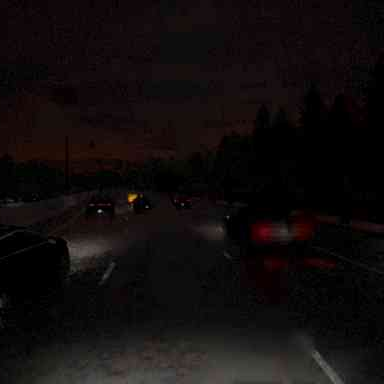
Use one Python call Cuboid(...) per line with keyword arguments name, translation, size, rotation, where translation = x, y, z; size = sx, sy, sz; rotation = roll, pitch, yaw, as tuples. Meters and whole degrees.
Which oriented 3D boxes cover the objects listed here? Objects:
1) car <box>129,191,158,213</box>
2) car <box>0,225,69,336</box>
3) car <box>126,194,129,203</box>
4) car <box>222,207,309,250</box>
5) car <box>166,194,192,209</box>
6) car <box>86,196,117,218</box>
Cuboid(name="car", translation=(-4.141, 0.943, 29.180), size=(2.128, 1.511, 4.902), rotation=(0, 1, -13))
Cuboid(name="car", translation=(-3.812, 1.373, 6.243), size=(2.128, 1.511, 4.902), rotation=(0, 1, -4))
Cuboid(name="car", translation=(-7.592, 0.653, 43.966), size=(1.882, 1.535, 5.008), rotation=(0, 1, -13))
Cuboid(name="car", translation=(2.600, 1.298, 13.108), size=(2.033, 1.411, 5.357), rotation=(0, 1, -8))
Cuboid(name="car", translation=(-1.383, 0.908, 32.855), size=(1.812, 1.442, 4.674), rotation=(0, 1, -13))
Cuboid(name="car", translation=(-6.679, 1.030, 24.601), size=(2.128, 1.511, 4.902), rotation=(0, 1, -12))
